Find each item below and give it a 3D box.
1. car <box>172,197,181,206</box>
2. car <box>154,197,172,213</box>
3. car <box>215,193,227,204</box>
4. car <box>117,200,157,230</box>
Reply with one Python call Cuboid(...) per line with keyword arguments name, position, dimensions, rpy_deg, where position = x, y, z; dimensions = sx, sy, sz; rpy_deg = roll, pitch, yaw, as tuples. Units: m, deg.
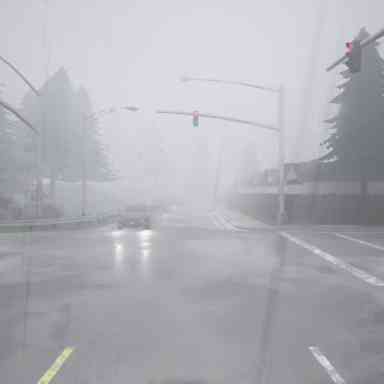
Cuboid(name="car", position=(-3.084, 1.558, 54.021), dimensions=(1.994, 1.385, 4.181), rpy_deg=(0, 0, 13))
Cuboid(name="car", position=(-3.601, 1.506, 37.305), dimensions=(1.837, 1.490, 4.892), rpy_deg=(0, 0, 0))
Cuboid(name="car", position=(6.889, 1.206, 60.906), dimensions=(5.566, 2.045, 2.150), rpy_deg=(0, 0, -22))
Cuboid(name="car", position=(-3.474, 1.501, 20.955), dimensions=(1.837, 1.490, 4.892), rpy_deg=(0, 0, -2))
